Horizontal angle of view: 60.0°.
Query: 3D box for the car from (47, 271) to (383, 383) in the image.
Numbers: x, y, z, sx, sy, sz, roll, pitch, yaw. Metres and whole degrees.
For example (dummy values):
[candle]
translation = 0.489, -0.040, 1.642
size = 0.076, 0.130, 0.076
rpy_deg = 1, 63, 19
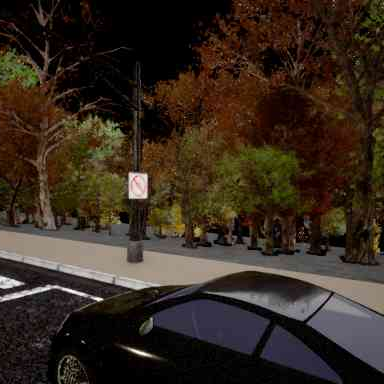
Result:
[car]
translation = 0.397, 1.564, 3.404
size = 4.181, 1.385, 1.994
rpy_deg = 0, 0, 36
